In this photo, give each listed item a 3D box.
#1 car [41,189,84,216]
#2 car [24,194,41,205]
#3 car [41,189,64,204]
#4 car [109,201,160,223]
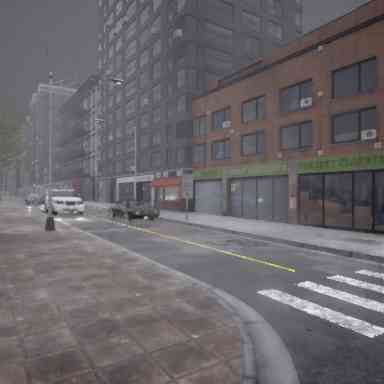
[{"bbox_3d":[-10.382,0.769,26.840,2.150,2.045,5.566,0,1,-33],"label":"car"},{"bbox_3d":[-19.967,0.932,42.004,1.812,1.442,4.674,0,0,-33],"label":"car"},{"bbox_3d":[-19.849,0.586,47.134,2.150,2.045,5.566,0,0,-32],"label":"car"},{"bbox_3d":[-4.028,1.264,22.368,1.895,1.301,4.718,0,1,-33],"label":"car"}]
